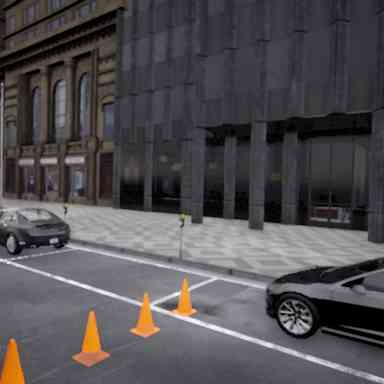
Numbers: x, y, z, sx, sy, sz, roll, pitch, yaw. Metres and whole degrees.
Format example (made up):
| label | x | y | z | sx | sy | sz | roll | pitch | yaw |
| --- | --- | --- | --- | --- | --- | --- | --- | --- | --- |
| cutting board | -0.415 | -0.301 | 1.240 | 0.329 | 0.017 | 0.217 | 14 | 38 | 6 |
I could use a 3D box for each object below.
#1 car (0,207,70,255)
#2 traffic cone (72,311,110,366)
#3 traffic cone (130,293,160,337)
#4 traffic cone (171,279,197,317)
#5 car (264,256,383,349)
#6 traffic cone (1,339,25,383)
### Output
| label | x | y | z | sx | sy | sz | roll | pitch | yaw |
| --- | --- | --- | --- | --- | --- | --- | --- | --- | --- |
| car | -5.974 | 1.191 | 11.432 | 4.403 | 1.369 | 2.008 | 2 | 1 | 36 |
| traffic cone | -1.302 | 1.846 | 4.308 | 0.340 | 0.580 | 0.340 | 2 | 1 | 36 |
| traffic cone | -0.716 | 1.846 | 5.119 | 0.340 | 0.580 | 0.340 | 2 | 1 | 36 |
| traffic cone | -0.130 | 1.846 | 5.929 | 0.340 | 0.580 | 0.340 | 2 | 1 | 36 |
| car | 3.223 | 1.563 | 4.783 | 4.313 | 1.339 | 1.947 | 2 | 1 | 36 |
| traffic cone | -1.888 | 1.846 | 3.498 | 0.340 | 0.580 | 0.340 | 2 | 1 | 36 |
